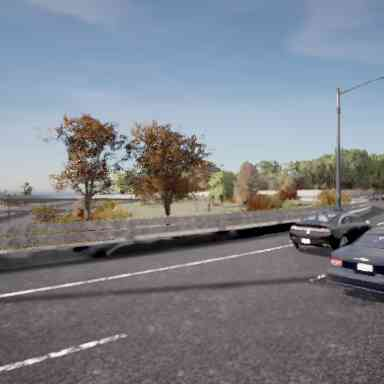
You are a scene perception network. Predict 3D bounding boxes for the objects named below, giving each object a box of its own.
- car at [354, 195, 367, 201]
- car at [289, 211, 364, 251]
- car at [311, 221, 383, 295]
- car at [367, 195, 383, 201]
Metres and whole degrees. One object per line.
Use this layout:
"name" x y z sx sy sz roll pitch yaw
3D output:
"car" 39.797 1.484 80.695 1.837 1.490 4.892 0 0 4
"car" 5.802 1.516 13.369 4.902 1.511 2.128 0 0 -43
"car" 5.381 1.558 8.294 5.357 1.411 2.033 0 0 -40
"car" 43.279 1.511 80.334 2.033 1.411 5.357 0 0 4
